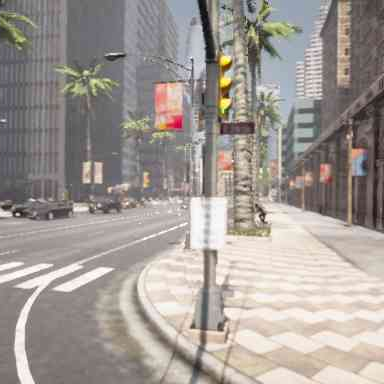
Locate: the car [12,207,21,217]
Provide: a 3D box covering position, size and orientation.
[{"bbox_3d":[-15.045,1.629,31.966,2.161,1.482,4.786,1,-1,11],"label":"car"}]

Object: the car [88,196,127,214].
[{"bbox_3d":[-10.241,1.484,39.711,2.150,2.045,5.566,1,-1,12],"label":"car"}]

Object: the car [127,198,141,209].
[{"bbox_3d":[-10.459,1.752,53.412,2.185,1.767,4.553,1,-1,11],"label":"car"}]

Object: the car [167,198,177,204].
[{"bbox_3d":[-4.714,2.251,82.216,2.231,1.521,4.892,1,-1,11],"label":"car"}]

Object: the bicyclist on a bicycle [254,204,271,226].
[{"bbox_3d":[4.405,1.592,22.053,1.656,1.620,0.582,0,-1,12],"label":"bicyclist on a bicycle"}]

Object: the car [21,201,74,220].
[{"bbox_3d":[-12.394,1.634,29.547,1.837,1.490,4.892,1,-1,12],"label":"car"}]

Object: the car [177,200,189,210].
[{"bbox_3d":[-0.511,2.042,51.193,1.812,1.442,4.674,1,-1,12],"label":"car"}]
